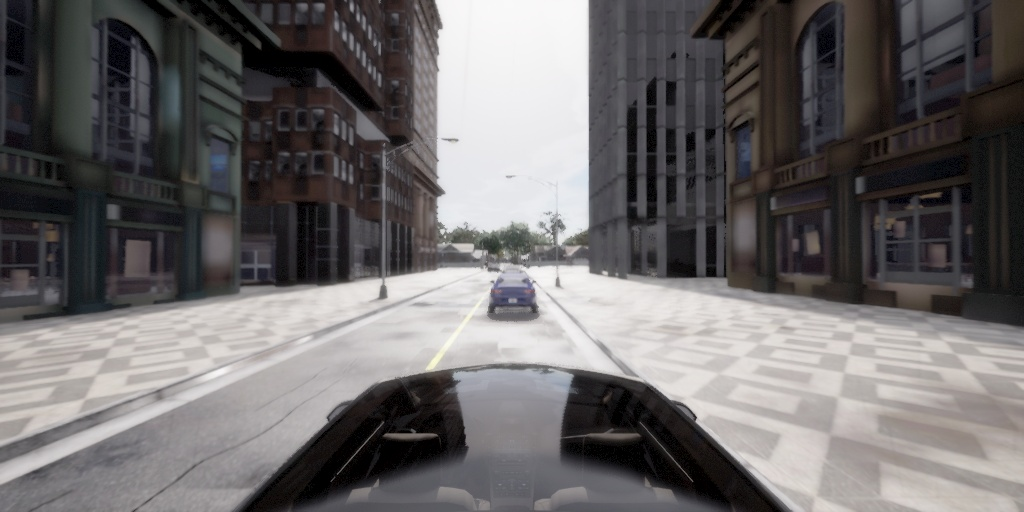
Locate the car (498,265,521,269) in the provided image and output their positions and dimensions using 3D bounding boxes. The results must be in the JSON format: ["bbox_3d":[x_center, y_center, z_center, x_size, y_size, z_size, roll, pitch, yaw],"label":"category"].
[{"bbox_3d":[0.044,1.569,29.234,1.837,1.490,4.892,0,0,0],"label":"car"}]

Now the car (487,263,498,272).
[{"bbox_3d":[-3.051,1.910,59.901,1.882,1.535,5.008,0,-1,0],"label":"car"}]

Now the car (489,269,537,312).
[{"bbox_3d":[0.052,1.427,14.911,1.812,1.442,4.674,0,0,0],"label":"car"}]
